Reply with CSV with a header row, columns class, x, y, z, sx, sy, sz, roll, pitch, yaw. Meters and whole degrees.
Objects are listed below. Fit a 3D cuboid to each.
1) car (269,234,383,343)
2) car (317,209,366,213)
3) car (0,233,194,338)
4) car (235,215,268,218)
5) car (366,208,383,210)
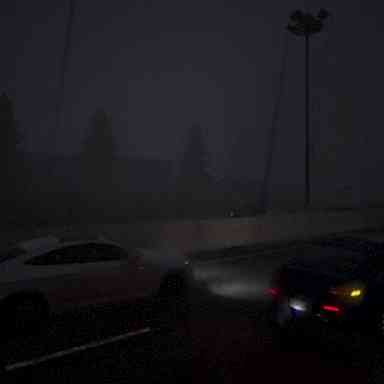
class,x,y,z,sx,sy,sz,roll,pitch,yaw
car,3.448,1.564,6.495,4.674,1.442,1.812,0,0,-37
car,11.554,1.716,26.347,4.181,1.385,1.994,0,0,-38
car,-2.127,1.568,6.687,4.674,1.442,1.812,0,0,-36
car,5.388,1.670,30.417,4.902,1.511,2.128,0,0,-38
car,19.547,1.704,36.951,4.902,1.511,2.128,0,-1,-38
